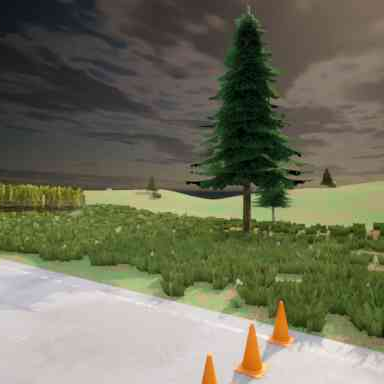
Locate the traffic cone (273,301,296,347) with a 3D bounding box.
[{"bbox_3d":[1.348,1.955,5.029,0.340,0.580,0.340,0,0,36],"label":"traffic cone"}]

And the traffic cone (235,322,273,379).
[{"bbox_3d":[0.764,1.955,4.218,0.340,0.580,0.340,0,0,36],"label":"traffic cone"}]

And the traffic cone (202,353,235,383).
[{"bbox_3d":[0.179,1.955,3.406,0.340,0.580,0.340,0,0,36],"label":"traffic cone"}]
